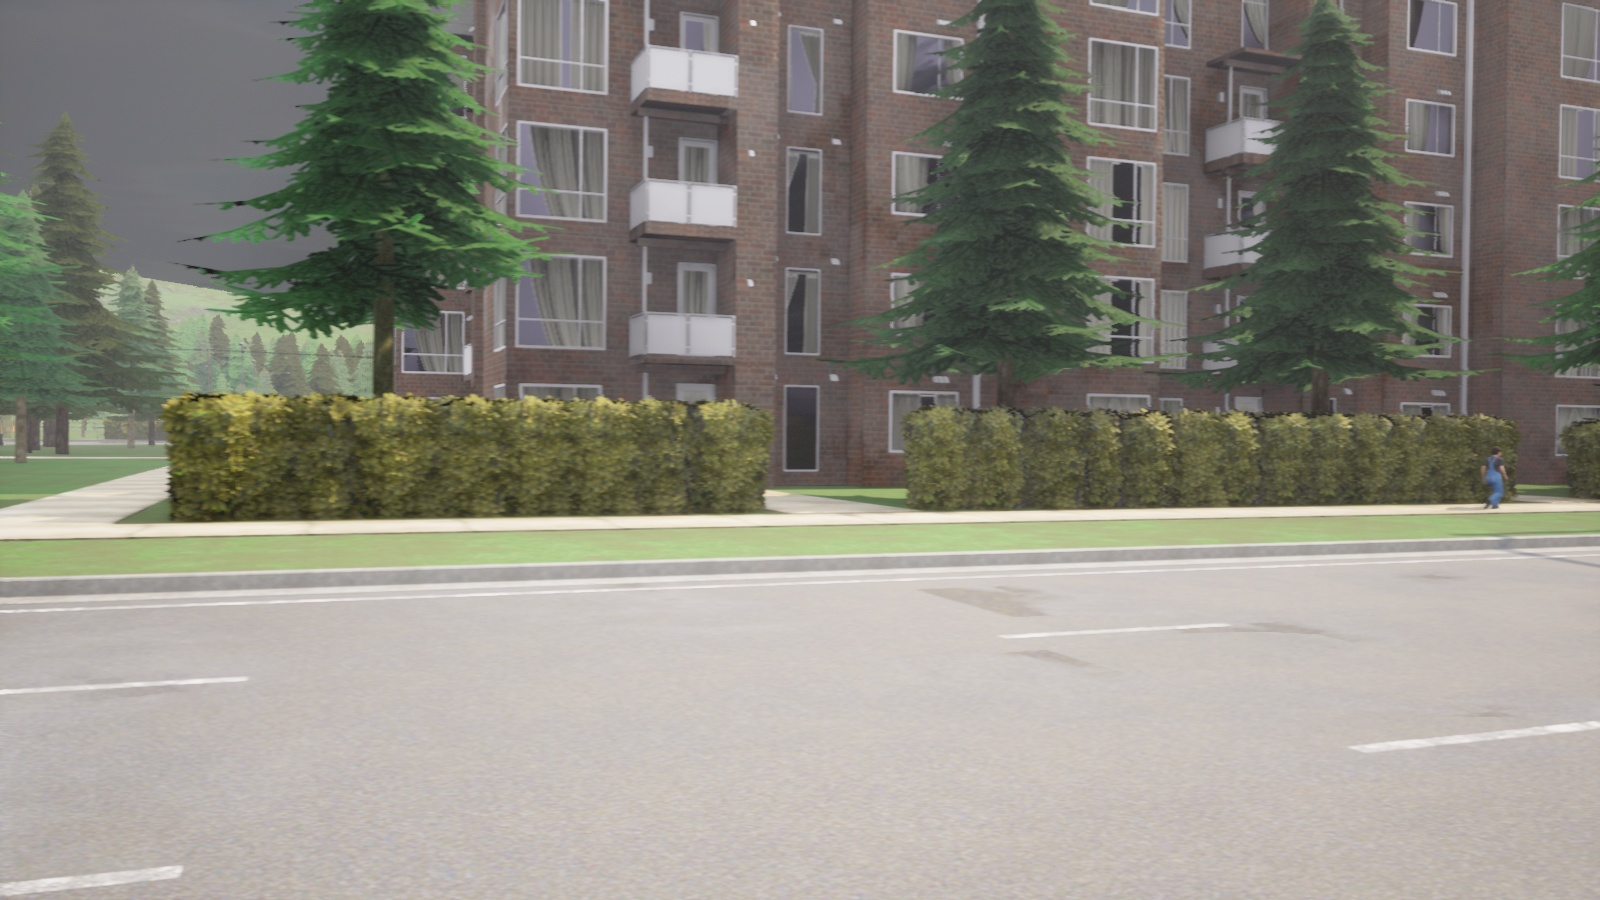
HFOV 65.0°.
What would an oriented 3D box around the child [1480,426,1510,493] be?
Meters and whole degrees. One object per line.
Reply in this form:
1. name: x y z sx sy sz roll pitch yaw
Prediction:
1. child: 13.141 0.178 23.755 0.437 1.263 0.270 -1 1 -21
